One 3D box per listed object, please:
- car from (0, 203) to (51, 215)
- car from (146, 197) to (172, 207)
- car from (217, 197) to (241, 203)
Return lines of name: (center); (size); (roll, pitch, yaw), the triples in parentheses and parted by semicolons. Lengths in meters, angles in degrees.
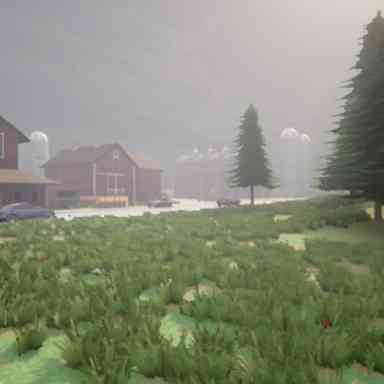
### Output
car: (-12.119, 1.491, 24.167); (1.994, 1.385, 4.181); (0, 0, 35)
car: (-4.483, 1.400, 46.234); (1.816, 1.474, 4.193); (7, 3, 33)
car: (5.526, 1.419, 49.009); (2.128, 1.511, 4.902); (0, 0, 36)
